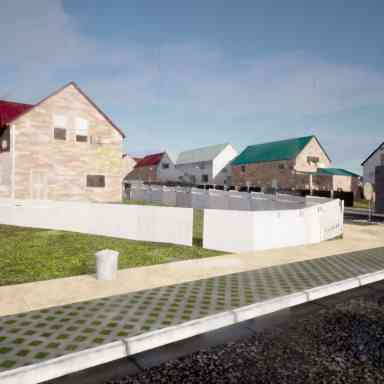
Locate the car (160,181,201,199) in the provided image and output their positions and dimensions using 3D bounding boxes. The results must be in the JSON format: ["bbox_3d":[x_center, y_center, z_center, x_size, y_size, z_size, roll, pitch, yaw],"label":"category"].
[{"bbox_3d":[-1.007,-0.208,37.331,2.150,2.045,5.566,1,2,-34],"label":"car"}]

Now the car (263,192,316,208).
[{"bbox_3d":[7.435,0.784,24.937,1.837,1.490,4.892,1,3,-34],"label":"car"}]

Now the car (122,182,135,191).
[{"bbox_3d":[-10.856,-0.708,51.936,1.837,1.490,4.892,1,2,-34],"label":"car"}]

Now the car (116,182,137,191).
[{"bbox_3d":[-11.405,-0.952,57.623,1.812,1.442,4.674,1,2,-34],"label":"car"}]

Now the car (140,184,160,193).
[{"bbox_3d":[-5.935,-0.475,49.691,2.033,1.411,5.357,1,2,-34],"label":"car"}]
